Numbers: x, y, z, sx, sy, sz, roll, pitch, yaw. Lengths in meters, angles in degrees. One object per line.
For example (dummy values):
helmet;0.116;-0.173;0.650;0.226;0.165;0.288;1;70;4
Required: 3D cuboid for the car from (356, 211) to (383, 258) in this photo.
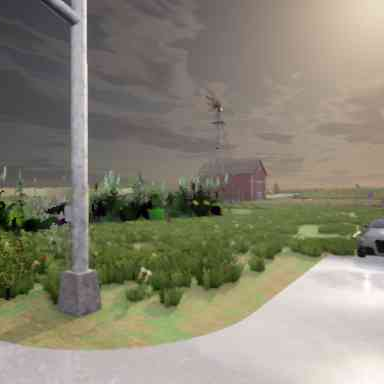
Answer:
car;7.333;1.606;12.224;1.994;1.385;4.181;-1;0;33
